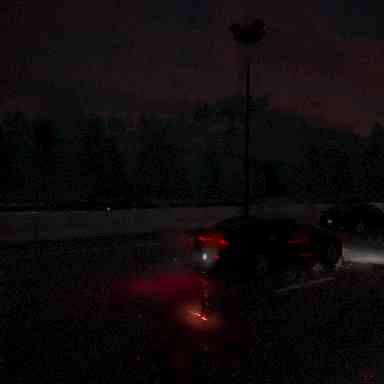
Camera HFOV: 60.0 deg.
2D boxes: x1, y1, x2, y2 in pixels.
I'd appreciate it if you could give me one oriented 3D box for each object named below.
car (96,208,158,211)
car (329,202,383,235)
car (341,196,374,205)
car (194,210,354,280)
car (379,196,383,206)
[{"bbox_3d":[-4.679,1.295,26.077,4.718,1.301,1.895,0,1,-32],"label":"car"},{"bbox_3d":[9.151,1.353,18.106,5.008,1.535,1.882,0,0,-30],"label":"car"},{"bbox_3d":[25.000,1.261,50.188,4.718,1.301,1.895,0,1,-26],"label":"car"},{"bbox_3d":[2.371,1.416,9.732,4.892,1.490,1.837,0,-1,-33],"label":"car"},{"bbox_3d":[30.182,1.261,48.888,5.357,1.411,2.033,0,1,-26],"label":"car"}]
